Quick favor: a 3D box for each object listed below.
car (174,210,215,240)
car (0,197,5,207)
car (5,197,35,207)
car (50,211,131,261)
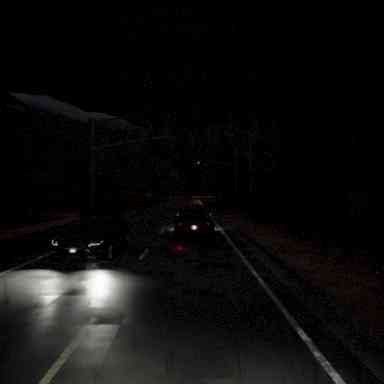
[{"bbox_3d":[0.104,1.595,17.196,1.994,1.385,4.181,0,0,0],"label":"car"},{"bbox_3d":[-27.514,1.248,48.570,1.905,1.878,3.866,0,0,-1],"label":"car"},{"bbox_3d":[-25.009,1.247,49.016,1.932,1.855,4.605,0,0,-1],"label":"car"},{"bbox_3d":[-3.538,1.528,12.366,1.837,1.490,4.892,0,0,1],"label":"car"}]
